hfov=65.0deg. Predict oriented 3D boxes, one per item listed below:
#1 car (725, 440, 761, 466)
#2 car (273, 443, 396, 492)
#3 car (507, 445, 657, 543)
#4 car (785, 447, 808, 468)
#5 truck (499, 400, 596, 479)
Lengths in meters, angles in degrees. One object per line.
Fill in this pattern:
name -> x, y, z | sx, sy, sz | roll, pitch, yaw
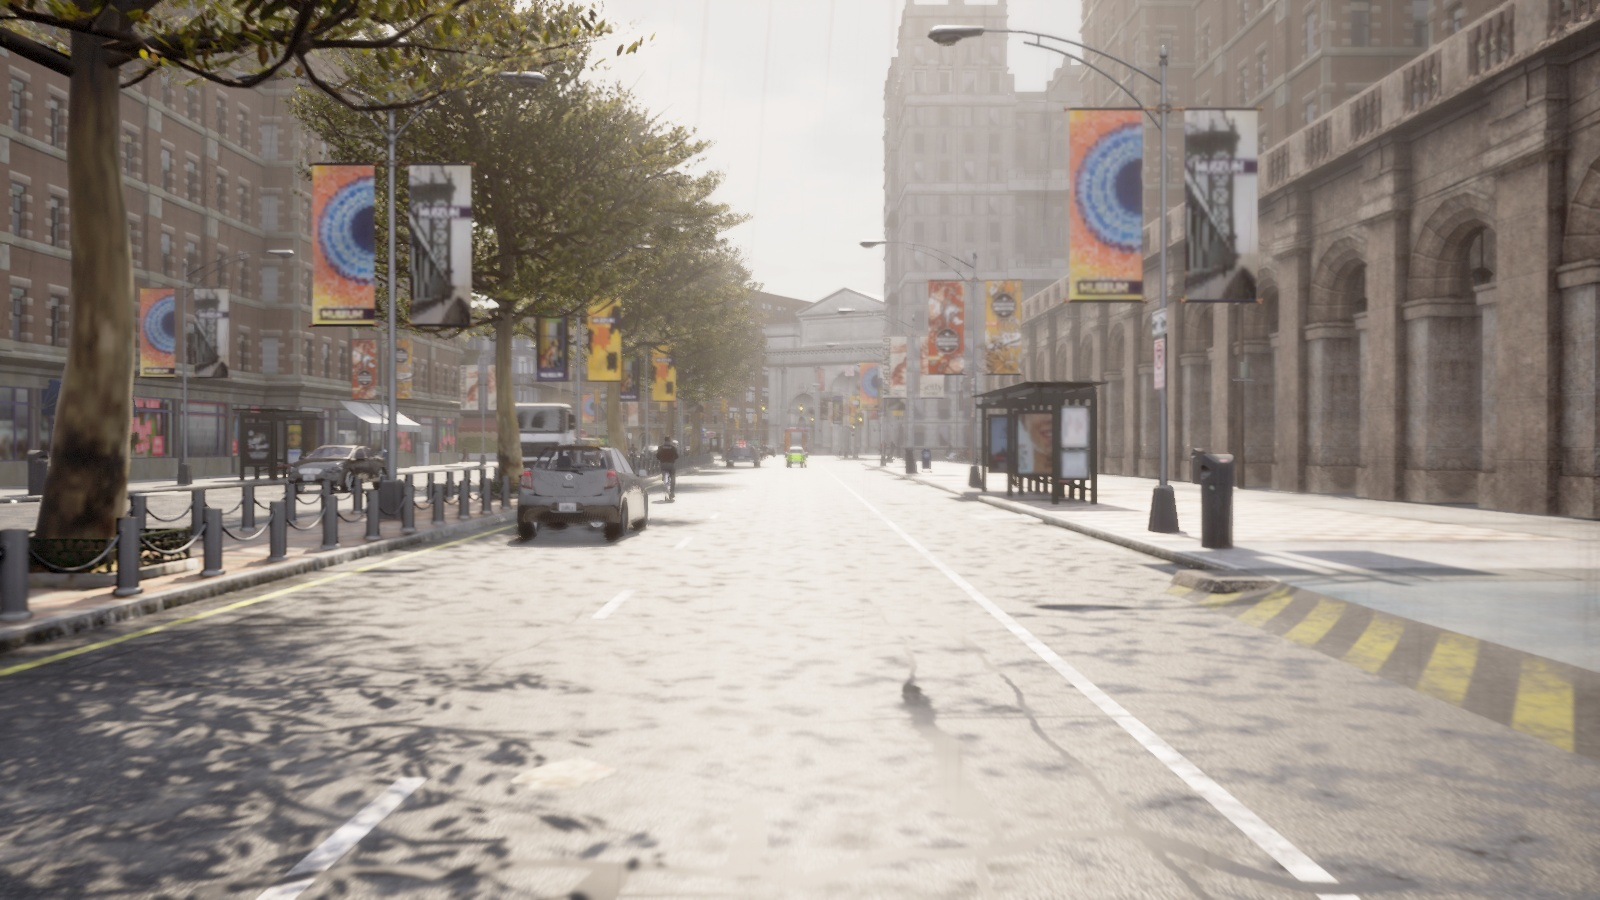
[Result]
car -> -3.786, 0.186, 84.071 | 2.152, 1.651, 5.027 | 0, 0, 1
car -> -15.049, 0.528, 40.934 | 2.128, 1.511, 4.902 | 0, 0, 1
car -> -3.579, 0.674, 21.232 | 1.845, 1.501, 3.633 | 0, 0, 1
car -> -0.243, 0.467, 83.276 | 1.481, 1.376, 2.207 | 0, 1, 1
truck -> -11.614, -0.479, 58.539 | 2.891, 3.462, 7.936 | 0, 0, 0
